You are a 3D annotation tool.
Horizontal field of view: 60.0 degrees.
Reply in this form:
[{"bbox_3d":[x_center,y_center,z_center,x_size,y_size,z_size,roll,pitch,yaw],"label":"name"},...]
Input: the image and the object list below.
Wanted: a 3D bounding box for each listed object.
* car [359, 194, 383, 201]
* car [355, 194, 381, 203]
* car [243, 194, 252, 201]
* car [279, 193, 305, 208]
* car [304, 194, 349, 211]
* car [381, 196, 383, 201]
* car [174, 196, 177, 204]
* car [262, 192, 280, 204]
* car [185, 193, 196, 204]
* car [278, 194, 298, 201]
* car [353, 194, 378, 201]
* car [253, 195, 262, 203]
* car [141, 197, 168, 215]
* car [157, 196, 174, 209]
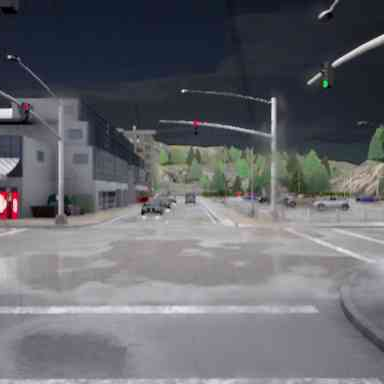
[{"bbox_3d":[39.608,1.215,72.636,5.027,1.636,2.152,0,0,0],"label":"car"},{"bbox_3d":[31.995,1.225,60.751,3.633,1.501,1.845,0,0,0],"label":"car"},{"bbox_3d":[13.506,1.251,75.629,3.633,1.501,1.845,0,0,0],"label":"car"},{"bbox_3d":[13.957,1.094,41.347,5.027,1.636,2.152,0,0,0],"label":"car"},{"bbox_3d":[14.314,1.184,34.931,3.806,1.475,1.970,0,0,0],"label":"car"},{"bbox_3d":[32.004,1.222,50.758,4.514,1.523,2.007,0,0,0],"label":"car"},{"bbox_3d":[-3.829,1.412,61.824,1.812,1.442,4.674,0,0,0],"label":"car"},{"bbox_3d":[13.891,0.994,54.141,3.866,1.878,1.905,0,0,0],"label":"car"},{"bbox_3d":[-0.294,1.441,58.400,2.033,1.411,5.357,0,0,0],"label":"car"},{"bbox_3d":[20.942,1.268,72.687,3.806,1.475,1.970,0,0,0],"label":"car"},{"bbox_3d":[39.539,1.218,75.772,4.514,1.523,2.007,0,0,0],"label":"car"},{"bbox_3d":[13.464,1.009,57.044,4.605,1.855,1.932,0,0,0],"label":"car"},{"bbox_3d":[-3.758,1.504,32.434,1.994,1.385,4.181,0,0,0],"label":"car"},{"bbox_3d":[-3.807,1.274,42.703,2.097,1.767,4.553,0,0,0],"label":"car"}]
